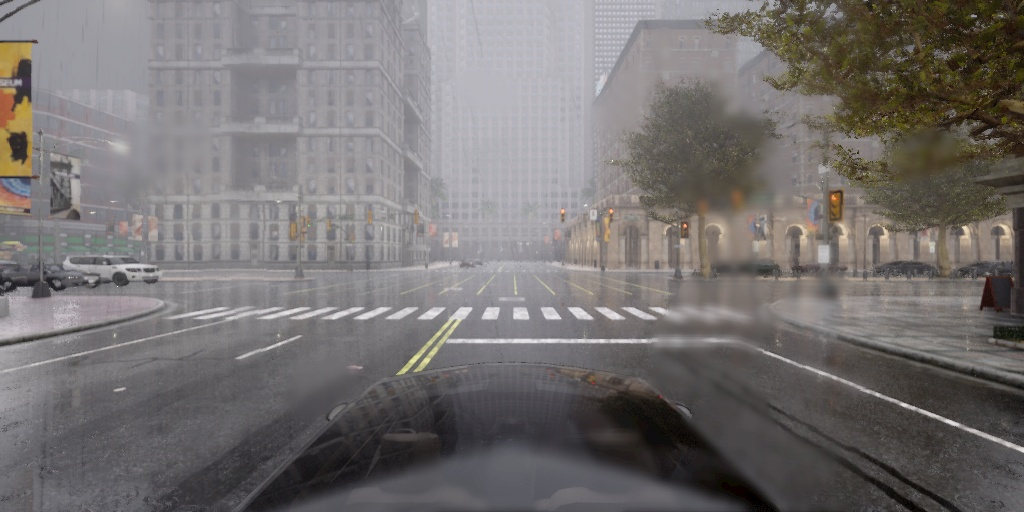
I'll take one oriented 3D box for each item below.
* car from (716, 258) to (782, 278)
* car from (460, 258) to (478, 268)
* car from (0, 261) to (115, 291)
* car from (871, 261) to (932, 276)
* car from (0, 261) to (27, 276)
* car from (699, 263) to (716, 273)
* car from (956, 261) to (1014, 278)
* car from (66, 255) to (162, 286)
[{"bbox_3d":[21.641,1.083,32.491,4.553,1.767,2.097,0,0,0],"label":"car"},{"bbox_3d":[-7.117,1.069,57.637,2.097,1.767,4.553,0,0,0],"label":"car"},{"bbox_3d":[-27.067,1.230,21.036,4.902,1.511,2.128,0,0,0],"label":"car"},{"bbox_3d":[38.956,1.235,35.899,4.892,1.490,1.837,0,0,0],"label":"car"},{"bbox_3d":[-52.548,1.233,36.916,4.892,1.490,1.837,0,0,20],"label":"car"},{"bbox_3d":[21.470,1.207,35.992,5.008,1.535,1.882,0,0,0],"label":"car"},{"bbox_3d":[43.158,1.236,32.376,4.892,1.490,1.837,0,0,0],"label":"car"},{"bbox_3d":[-27.388,0.958,24.552,5.566,2.045,2.150,0,0,2],"label":"car"}]
